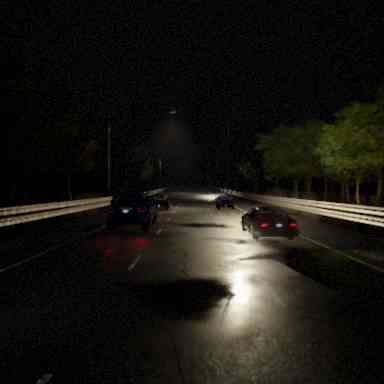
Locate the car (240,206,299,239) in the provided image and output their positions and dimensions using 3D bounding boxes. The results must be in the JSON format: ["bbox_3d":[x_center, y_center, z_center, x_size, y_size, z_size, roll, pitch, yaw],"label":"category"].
[{"bbox_3d":[3.600,1.412,16.275,2.033,1.411,5.357,0,1,0],"label":"car"}]

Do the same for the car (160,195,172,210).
[{"bbox_3d":[-3.403,1.144,36.592,1.837,1.490,4.892,0,1,0],"label":"car"}]

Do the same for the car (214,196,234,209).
[{"bbox_3d":[3.595,1.150,37.551,1.812,1.442,4.674,0,1,0],"label":"car"}]

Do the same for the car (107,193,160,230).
[{"bbox_3d":[-3.402,1.056,19.690,2.150,2.045,5.566,0,1,0],"label":"car"}]
